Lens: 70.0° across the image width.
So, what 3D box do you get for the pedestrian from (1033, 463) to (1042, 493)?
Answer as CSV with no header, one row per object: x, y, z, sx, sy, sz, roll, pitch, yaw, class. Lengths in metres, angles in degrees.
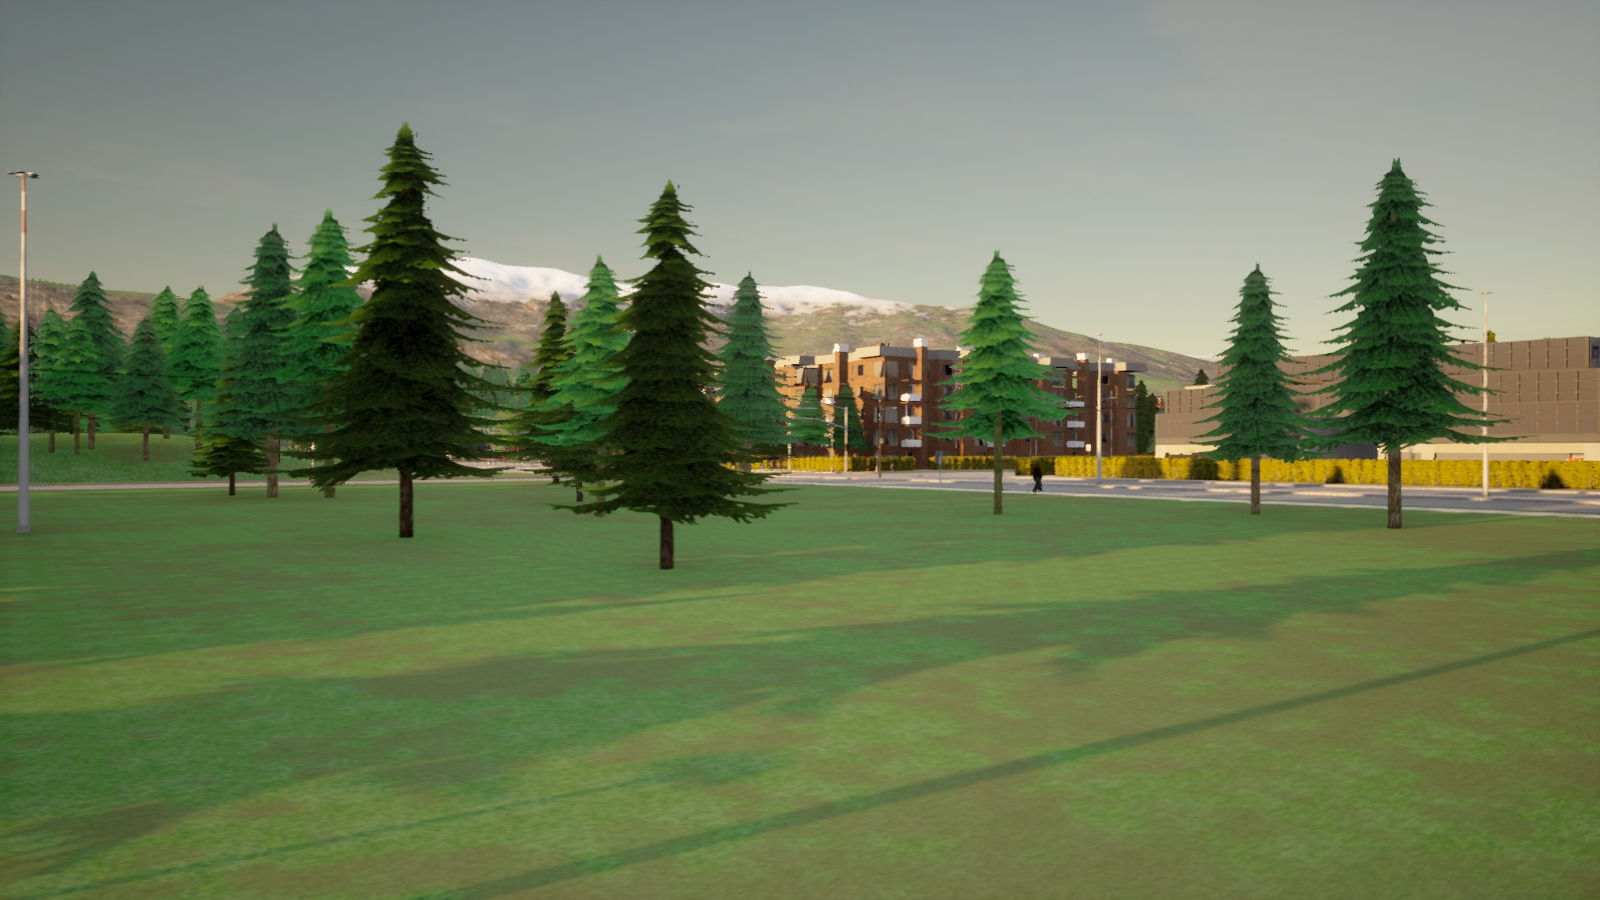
14.434,1.696,69.415,0.375,1.860,0.375,0,0,-35,pedestrian

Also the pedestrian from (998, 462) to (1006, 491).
12.858,1.696,72.677,0.375,1.860,0.375,0,0,-35,pedestrian
